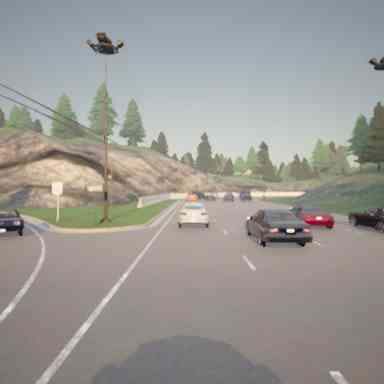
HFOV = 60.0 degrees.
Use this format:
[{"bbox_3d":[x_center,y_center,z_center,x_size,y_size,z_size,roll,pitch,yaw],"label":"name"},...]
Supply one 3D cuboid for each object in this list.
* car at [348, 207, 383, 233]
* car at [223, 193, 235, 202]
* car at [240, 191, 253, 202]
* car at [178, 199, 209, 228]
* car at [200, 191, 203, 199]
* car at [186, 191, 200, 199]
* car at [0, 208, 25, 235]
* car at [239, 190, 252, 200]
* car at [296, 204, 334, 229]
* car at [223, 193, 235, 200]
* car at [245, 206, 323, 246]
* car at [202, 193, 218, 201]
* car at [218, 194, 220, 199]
[{"bbox_3d":[10.603,1.477,18.493,1.895,1.301,4.718,0,0,0],"label":"car"},{"bbox_3d":[7.023,1.122,64.173,2.033,1.411,5.357,0,0,2],"label":"car"},{"bbox_3d":[10.523,1.079,64.172,1.837,1.490,4.892,0,0,2],"label":"car"},{"bbox_3d":[0.090,1.385,21.081,1.812,1.442,4.674,0,0,0],"label":"car"},{"bbox_3d":[1.389,0.720,75.365,2.150,2.045,5.566,0,0,17],"label":"car"},{"bbox_3d":[0.041,0.919,65.300,2.097,1.767,4.553,0,0,2],"label":"car"},{"bbox_3d":[-9.933,1.486,17.276,1.895,1.301,4.718,0,0,-31],"label":"car"},{"bbox_3d":[12.005,0.684,74.476,2.150,2.045,5.566,0,0,17],"label":"car"},{"bbox_3d":[7.104,1.427,20.582,1.994,1.385,4.181,0,0,0],"label":"car"},{"bbox_3d":[8.371,0.886,74.470,1.812,1.442,4.674,0,0,17],"label":"car"},{"bbox_3d":[3.604,1.449,14.672,2.033,1.411,5.357,0,0,0],"label":"car"},{"bbox_3d":[3.541,1.059,65.269,2.128,1.511,4.902,0,0,2],"label":"car"},{"bbox_3d":[4.968,0.877,75.288,1.812,1.442,4.674,0,0,17],"label":"car"}]
